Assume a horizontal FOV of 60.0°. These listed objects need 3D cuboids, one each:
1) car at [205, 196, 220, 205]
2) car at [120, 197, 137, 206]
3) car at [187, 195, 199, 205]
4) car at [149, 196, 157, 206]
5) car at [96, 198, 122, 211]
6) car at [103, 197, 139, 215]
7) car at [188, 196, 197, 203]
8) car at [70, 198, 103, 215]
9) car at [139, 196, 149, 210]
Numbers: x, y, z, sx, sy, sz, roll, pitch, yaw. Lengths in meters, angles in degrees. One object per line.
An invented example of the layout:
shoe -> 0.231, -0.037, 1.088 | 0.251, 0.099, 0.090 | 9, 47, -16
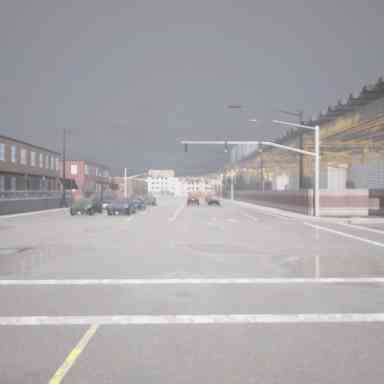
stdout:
car -> 3.683, 1.615, 57.690 | 1.895, 1.301, 4.718 | 0, 0, 0
car -> -10.506, 1.578, 55.290 | 1.994, 1.385, 4.181 | 0, 0, 0
car -> 0.184, 1.366, 58.523 | 2.097, 1.767, 4.553 | 0, 0, 0
car -> -7.005, 1.365, 54.207 | 2.097, 1.767, 4.553 | 0, 0, 0
car -> -10.534, 1.502, 42.512 | 2.128, 1.511, 4.902 | 0, 0, 0
car -> -7.045, 1.360, 33.483 | 2.097, 1.767, 4.553 | 0, 0, 0
car -> 0.137, 1.522, 70.866 | 1.837, 1.490, 4.892 | 0, 0, 0
car -> -10.545, 1.360, 33.359 | 2.097, 1.767, 4.553 | 0, 0, 0
car -> -7.035, 1.536, 42.170 | 1.812, 1.442, 4.674 | 0, 0, 0
